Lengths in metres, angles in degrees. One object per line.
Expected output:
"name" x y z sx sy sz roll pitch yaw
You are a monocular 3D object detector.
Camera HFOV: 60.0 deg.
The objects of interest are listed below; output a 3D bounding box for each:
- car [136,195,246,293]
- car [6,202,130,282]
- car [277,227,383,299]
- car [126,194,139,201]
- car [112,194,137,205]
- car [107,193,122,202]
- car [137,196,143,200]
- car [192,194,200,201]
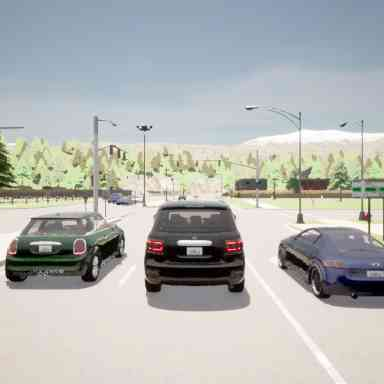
"car" 0.072 1.221 9.030 2.150 2.045 5.566 0 0 0
"car" -3.420 1.352 9.924 2.097 1.767 4.553 0 0 0
"car" 3.575 1.564 8.485 1.994 1.385 4.181 0 0 0
"car" -13.995 1.269 78.423 2.033 1.411 5.357 0 0 1
"car" -10.968 1.548 54.228 2.033 1.411 5.357 0 0 1
"car" -14.313 1.222 62.453 2.150 2.045 5.566 0 0 1
"car" -10.755 1.525 65.163 1.812 1.442 4.674 0 0 2
"car" 1.089 1.311 83.377 1.882 1.535 5.008 0 0 1
